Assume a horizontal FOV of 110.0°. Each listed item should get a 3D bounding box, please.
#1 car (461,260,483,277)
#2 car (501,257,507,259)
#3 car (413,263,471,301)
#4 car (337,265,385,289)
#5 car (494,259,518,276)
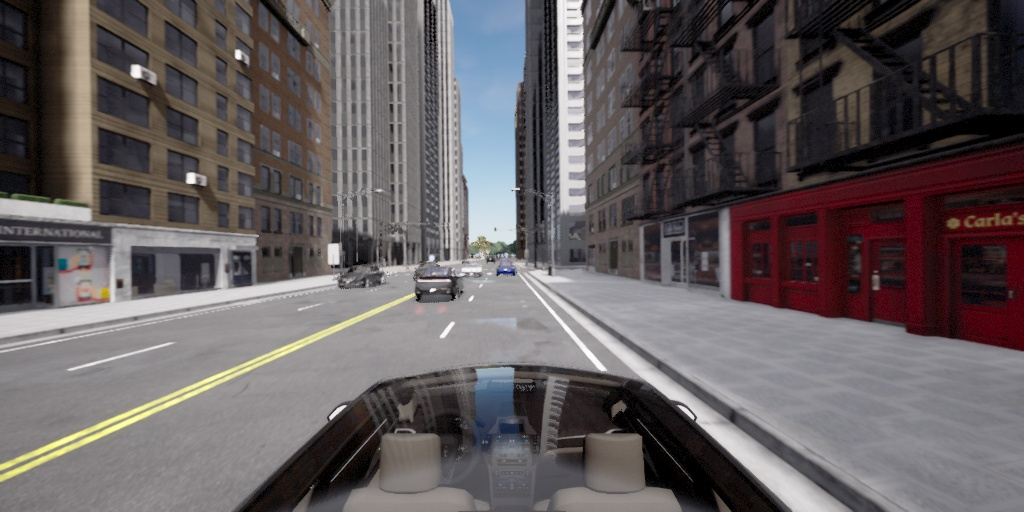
[{"bbox_3d":[-3.941,1.393,36.131,1.895,1.301,4.718,-1,0,-3],"label":"car"},{"bbox_3d":[-1.307,1.295,63.763,1.994,1.385,4.181,-1,0,-1],"label":"car"},{"bbox_3d":[-3.480,1.285,17.898,2.128,1.511,4.902,-1,0,-1],"label":"car"},{"bbox_3d":[-10.335,1.391,24.896,1.837,1.490,4.892,-1,0,-1],"label":"car"},{"bbox_3d":[-0.497,1.309,37.911,1.994,1.385,4.181,-1,0,4],"label":"car"}]
